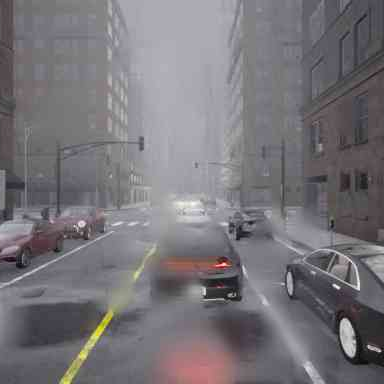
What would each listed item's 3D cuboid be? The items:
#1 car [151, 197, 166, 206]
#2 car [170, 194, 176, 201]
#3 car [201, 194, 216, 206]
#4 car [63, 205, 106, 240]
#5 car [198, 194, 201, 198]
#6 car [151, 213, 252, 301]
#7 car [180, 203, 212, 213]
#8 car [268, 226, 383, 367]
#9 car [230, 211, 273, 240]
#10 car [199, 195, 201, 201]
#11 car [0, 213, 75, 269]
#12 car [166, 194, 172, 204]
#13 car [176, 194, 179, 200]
[{"bbox_3d":[-5.636,1.618,53.733,1.802,1.307,4.206,0,0,0],"label":"car"},{"bbox_3d":[-5.588,1.627,80.605,1.752,1.417,4.829,0,0,0],"label":"car"},{"bbox_3d":[2.888,1.476,53.720,1.967,1.590,4.097,0,0,0],"label":"car"},{"bbox_3d":[-5.670,1.441,16.630,1.967,1.590,4.097,0,0,0],"label":"car"},{"bbox_3d":[2.927,1.525,75.356,1.967,1.590,4.097,0,0,0],"label":"car"},{"bbox_3d":[0.098,1.505,8.294,1.837,1.490,4.892,0,0,0],"label":"car"},{"bbox_3d":[0.082,1.527,17.442,1.812,1.442,4.674,0,0,-1],"label":"car"},{"bbox_3d":[2.855,1.551,5.627,2.008,1.369,4.403,0,0,0],"label":"car"},{"bbox_3d":[2.855,1.567,16.630,1.947,1.339,4.313,0,0,0],"label":"car"},{"bbox_3d":[2.908,1.607,64.538,2.008,1.369,4.403,0,0,0],"label":"car"},{"bbox_3d":[-5.670,1.582,11.128,1.802,1.307,4.206,0,0,0],"label":"car"},{"bbox_3d":[-5.617,1.607,64.550,2.008,1.369,4.403,0,0,0],"label":"car"},{"bbox_3d":[-5.570,1.458,91.593,2.192,1.841,5.009,0,0,0],"label":"car"}]
